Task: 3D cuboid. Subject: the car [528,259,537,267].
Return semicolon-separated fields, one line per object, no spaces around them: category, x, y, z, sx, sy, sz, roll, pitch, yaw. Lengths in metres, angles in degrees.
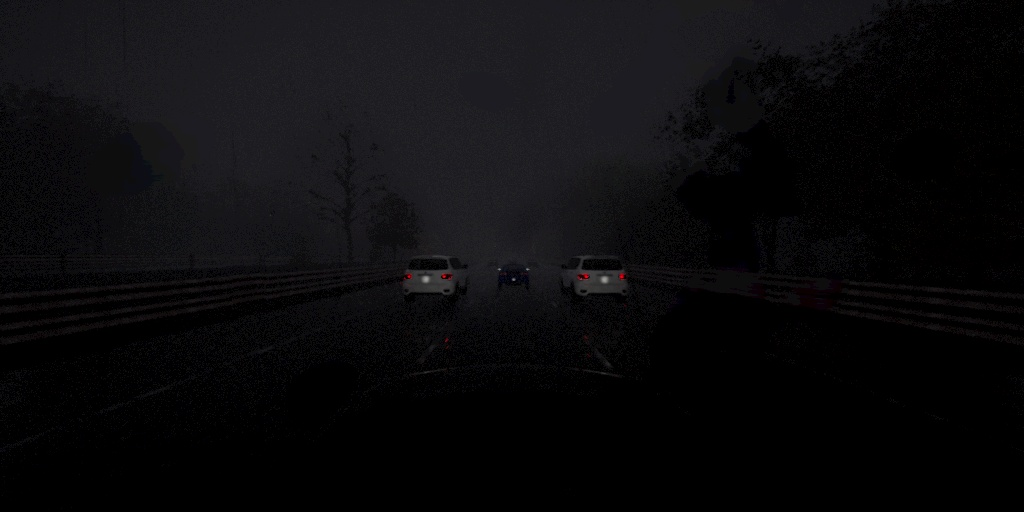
car;3.601;1.232;65.306;2.128;1.511;4.902;0;0;0

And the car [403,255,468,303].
car;-3.399;0.972;16.841;2.150;2.045;5.566;0;0;0

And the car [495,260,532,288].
car;0.102;1.227;23.546;1.882;1.535;5.008;0;0;0

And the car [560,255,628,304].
car;3.601;0.972;16.612;2.150;2.045;5.566;0;0;0
